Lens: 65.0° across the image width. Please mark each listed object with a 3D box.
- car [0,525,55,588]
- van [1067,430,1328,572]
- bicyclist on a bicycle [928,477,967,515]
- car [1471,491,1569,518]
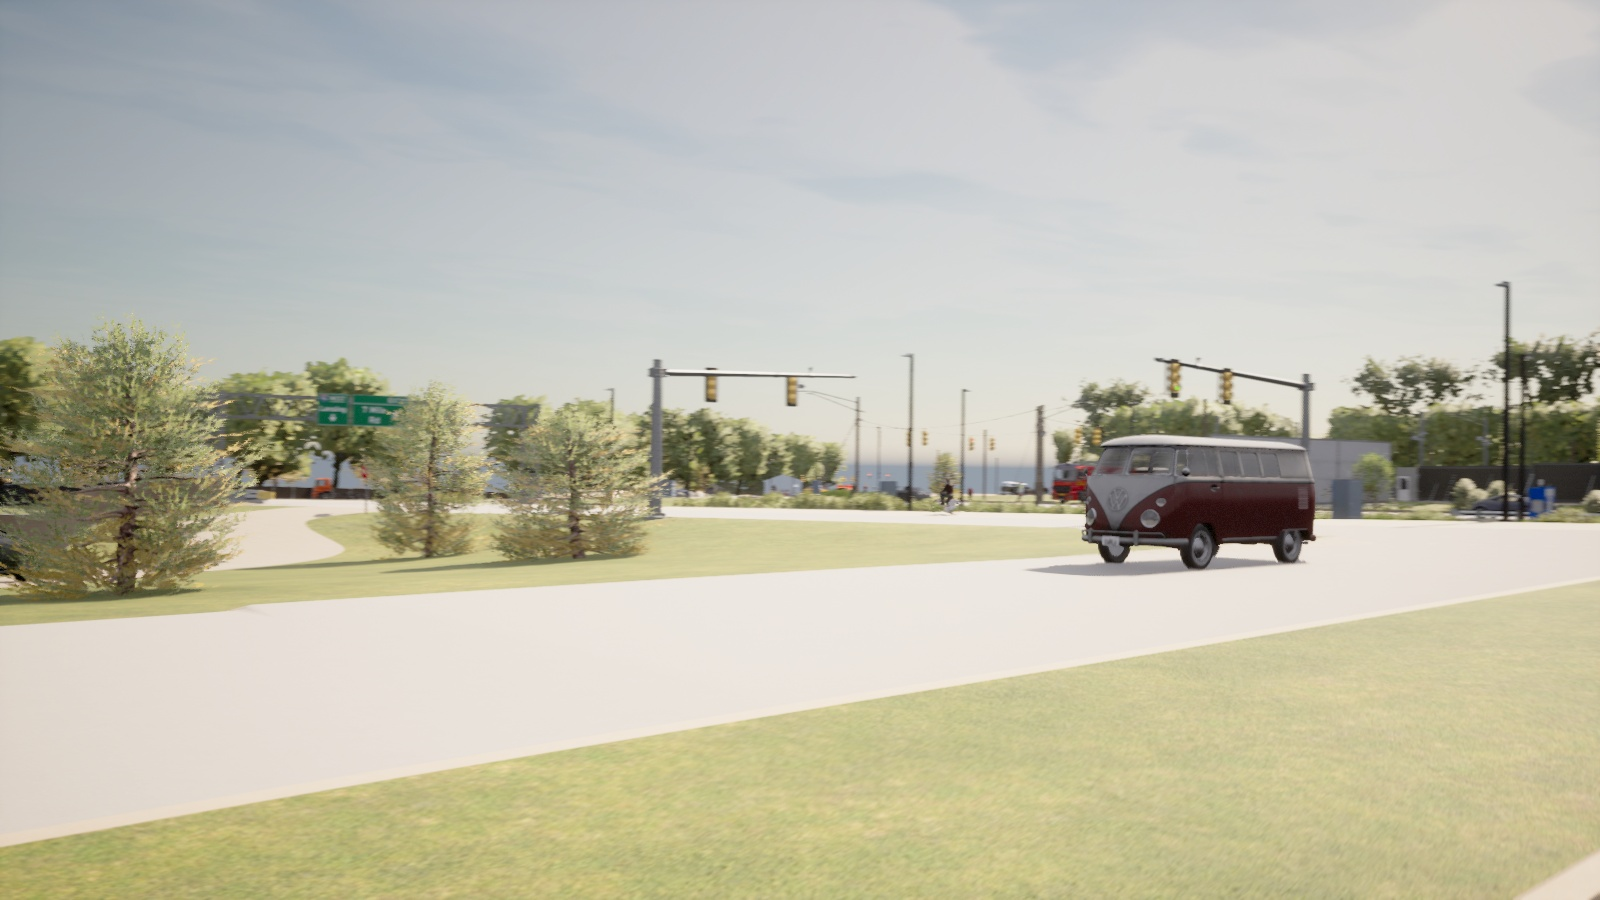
[{"bbox_3d":[-18.829,2.379,27.817,1.994,1.385,4.181,-1,-4,3],"label":"car"},{"bbox_3d":[6.303,0.768,19.672,4.442,1.987,1.775,1,-2,-40],"label":"van"},{"bbox_3d":[6.912,2.154,58.892,0.659,1.776,1.843,1,-2,-40],"label":"bicyclist on a bicycle"},{"bbox_3d":[39.326,2.968,68.672,1.994,1.385,4.181,1,-2,-41],"label":"car"}]
